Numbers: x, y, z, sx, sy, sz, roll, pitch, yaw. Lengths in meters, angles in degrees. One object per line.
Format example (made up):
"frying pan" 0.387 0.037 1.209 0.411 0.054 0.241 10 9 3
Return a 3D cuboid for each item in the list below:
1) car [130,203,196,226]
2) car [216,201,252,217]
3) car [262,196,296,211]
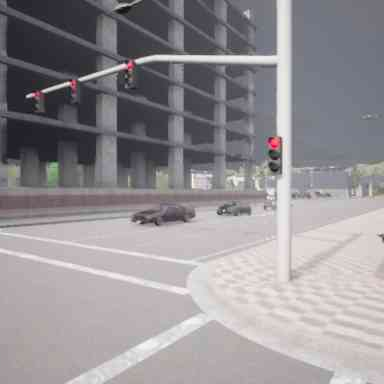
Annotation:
"car" -1.831 1.512 23.385 2.033 1.411 5.357 0 0 36
"car" 4.044 1.525 31.440 1.994 1.385 4.181 0 0 37
"car" 10.294 1.505 40.021 2.033 1.411 5.357 0 0 36
